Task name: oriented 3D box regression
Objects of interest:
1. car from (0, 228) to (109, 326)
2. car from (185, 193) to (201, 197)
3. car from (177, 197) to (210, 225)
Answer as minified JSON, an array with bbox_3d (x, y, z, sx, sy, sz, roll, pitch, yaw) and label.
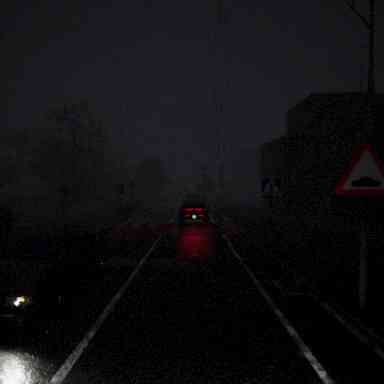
[{"bbox_3d":[-3.345,1.576,7.627,2.033,1.411,5.357,0,0,0],"label":"car"},{"bbox_3d":[0.169,1.125,39.030,2.150,2.045,5.566,0,0,1],"label":"car"},{"bbox_3d":[0.115,1.300,21.642,1.837,1.490,4.892,0,-3,0],"label":"car"}]
